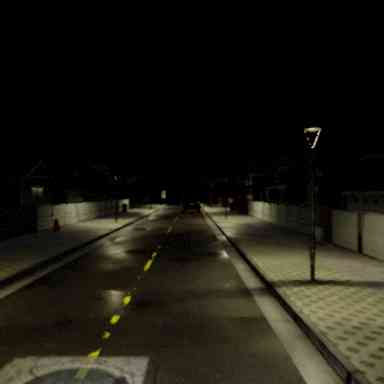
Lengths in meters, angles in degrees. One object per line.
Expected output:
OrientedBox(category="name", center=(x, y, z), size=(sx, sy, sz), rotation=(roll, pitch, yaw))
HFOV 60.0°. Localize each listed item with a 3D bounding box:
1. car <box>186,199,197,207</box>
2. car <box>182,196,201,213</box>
OrientedBox(category="car", center=(-0.117, 2.014, 60.816), size=(1.837, 1.490, 4.892), rotation=(0, -1, 0))
OrientedBox(category="car", center=(-0.050, 1.600, 43.492), size=(2.150, 2.045, 5.566), rotation=(0, -1, -1))
